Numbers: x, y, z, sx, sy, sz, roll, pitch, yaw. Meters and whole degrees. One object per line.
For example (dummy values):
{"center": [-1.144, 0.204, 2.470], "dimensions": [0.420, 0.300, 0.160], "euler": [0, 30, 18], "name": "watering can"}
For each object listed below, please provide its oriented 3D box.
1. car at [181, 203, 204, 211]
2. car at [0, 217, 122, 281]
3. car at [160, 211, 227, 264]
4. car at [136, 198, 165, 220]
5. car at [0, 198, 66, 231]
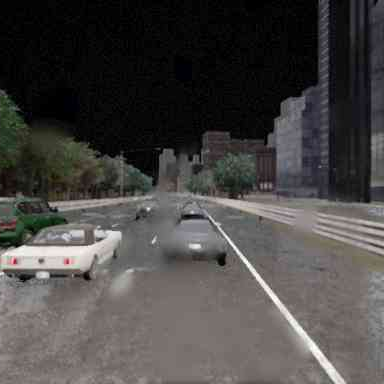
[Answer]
{"center": [0.008, 1.631, 29.344], "dimensions": [1.994, 1.385, 4.181], "euler": [0, 0, 0], "name": "car"}
{"center": [-3.404, 1.612, 9.815], "dimensions": [1.895, 1.301, 4.718], "euler": [0, 0, 0], "name": "car"}
{"center": [0.095, 1.578, 11.833], "dimensions": [1.994, 1.385, 4.181], "euler": [0, 0, 0], "name": "car"}
{"center": [-3.486, 1.417, 28.605], "dimensions": [2.097, 1.767, 4.553], "euler": [0, 0, 0], "name": "car"}
{"center": [-6.922, 1.240, 13.450], "dimensions": [2.150, 2.045, 5.566], "euler": [0, 0, -1], "name": "car"}
